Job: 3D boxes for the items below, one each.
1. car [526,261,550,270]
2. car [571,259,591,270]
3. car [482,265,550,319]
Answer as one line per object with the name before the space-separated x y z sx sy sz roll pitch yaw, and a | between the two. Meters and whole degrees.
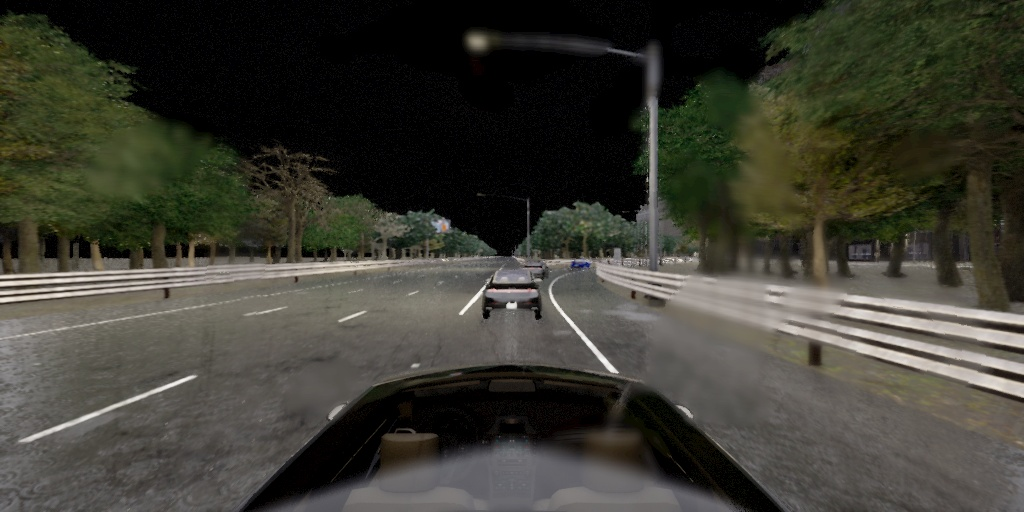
car | 2.132 1.206 30.579 2.128 1.511 4.902 0 0 13
car | 10.090 1.158 52.081 1.882 1.535 5.008 0 0 28
car | 0.056 1.228 12.731 2.128 1.511 4.902 0 0 2
